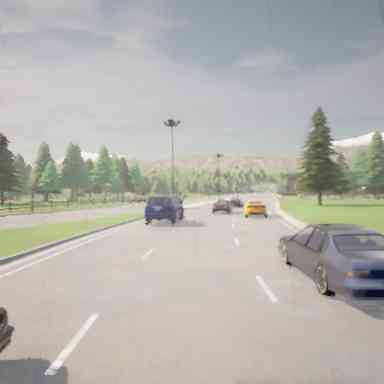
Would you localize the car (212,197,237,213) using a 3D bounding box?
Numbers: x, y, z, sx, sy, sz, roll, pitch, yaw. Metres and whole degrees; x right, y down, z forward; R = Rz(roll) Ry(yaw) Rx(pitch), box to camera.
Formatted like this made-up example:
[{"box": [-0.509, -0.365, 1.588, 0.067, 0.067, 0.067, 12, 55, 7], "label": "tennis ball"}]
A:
[{"box": [3.423, 1.571, 36.837, 2.033, 1.411, 5.357, -1, 0, 12], "label": "car"}]

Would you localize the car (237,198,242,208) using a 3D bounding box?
[{"box": [6.381, 1.532, 49.282, 1.812, 1.442, 4.674, -1, 0, 14], "label": "car"}]

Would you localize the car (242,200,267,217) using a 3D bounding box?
[{"box": [5.886, 1.454, 30.971, 1.882, 1.535, 5.008, -1, 0, 9], "label": "car"}]

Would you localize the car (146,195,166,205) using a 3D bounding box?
[{"box": [-6.476, 1.414, 59.888, 1.882, 1.535, 5.008, -1, 0, 14], "label": "car"}]

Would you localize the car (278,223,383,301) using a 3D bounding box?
[{"box": [3.661, 1.510, 8.432, 2.033, 1.411, 5.357, -1, 0, 1], "label": "car"}]

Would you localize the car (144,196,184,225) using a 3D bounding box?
[{"box": [-2.006, 1.303, 25.295, 2.150, 2.045, 5.566, -1, 0, 7], "label": "car"}]

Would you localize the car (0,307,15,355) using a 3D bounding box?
[{"box": [-3.152, 1.599, 1.965, 2.033, 1.411, 5.357, -1, 0, -4], "label": "car"}]

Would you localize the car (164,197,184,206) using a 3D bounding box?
[{"box": [-3.080, 1.606, 59.029, 2.128, 1.511, 4.902, -1, 0, 14], "label": "car"}]
